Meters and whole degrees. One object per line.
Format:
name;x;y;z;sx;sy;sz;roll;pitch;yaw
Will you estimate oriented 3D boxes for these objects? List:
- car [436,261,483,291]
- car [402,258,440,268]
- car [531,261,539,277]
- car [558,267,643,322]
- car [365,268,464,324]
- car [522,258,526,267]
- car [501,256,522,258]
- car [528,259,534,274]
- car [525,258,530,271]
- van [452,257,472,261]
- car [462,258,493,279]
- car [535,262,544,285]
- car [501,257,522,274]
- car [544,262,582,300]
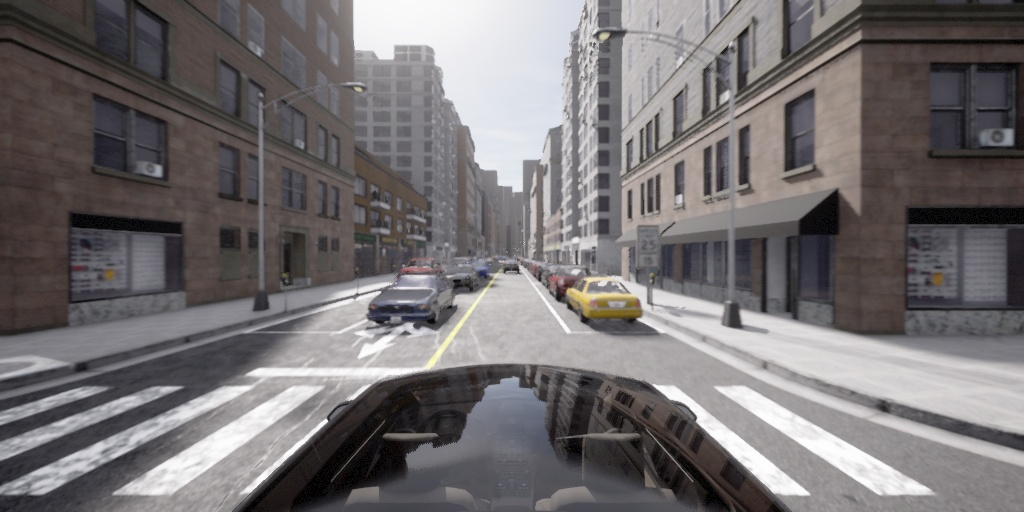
car;-3.093;1.238;21.981;1.837;1.490;4.892;0;0;0
car;-5.703;1.048;22.906;2.192;1.841;5.009;0;0;0
car;2.813;1.283;28.447;1.948;1.339;4.313;0;0;0
car;2.843;1.269;12.039;1.751;1.417;4.829;0;0;0
car;-3.111;1.296;12.282;2.033;1.411;5.357;0;0;0
car;2.762;1.209;56.077;2.007;1.370;4.403;0;0;0
car;-0.084;1.023;51.353;2.097;1.767;4.553;0;0;0
car;2.802;1.252;33.974;1.888;1.381;4.507;0;0;0
car;2.793;1.246;39.499;2.007;1.370;4.403;0;0;0
van;-5.733;1.043;39.484;1.690;1.789;3.998;0;0;0
car;-3.053;1.192;32.372;1.882;1.535;5.008;0;0;0
car;2.823;1.277;22.921;2.007;1.370;4.403;0;0;0
car;-0.069;1.200;40.980;1.837;1.490;4.892;0;0;0
car;2.833;1.175;17.395;1.967;1.591;4.097;0;0;0
